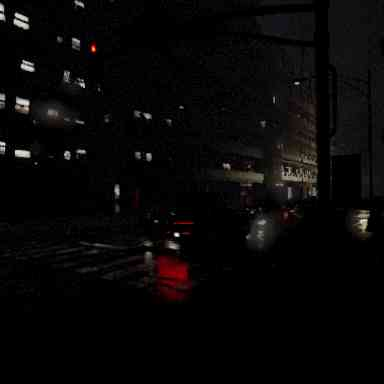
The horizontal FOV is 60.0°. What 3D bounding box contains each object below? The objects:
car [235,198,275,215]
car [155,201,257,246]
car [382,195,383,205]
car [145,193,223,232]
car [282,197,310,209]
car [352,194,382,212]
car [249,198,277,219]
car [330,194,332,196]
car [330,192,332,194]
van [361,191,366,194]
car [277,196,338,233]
[{"bbox_3d":[6.085,1.340,31.557,2.008,1.369,4.403,-1,0,36],"label":"car"},{"bbox_3d":[0.814,1.333,14.520,1.837,1.490,4.892,-2,-1,35],"label":"car"},{"bbox_3d":[22.859,1.070,40.367,1.887,1.381,4.507,-1,0,36],"label":"car"},{"bbox_3d":[-0.152,1.081,18.607,2.150,2.045,5.566,-1,0,36],"label":"car"},{"bbox_3d":[12.752,1.267,40.718,1.947,1.339,4.313,-1,0,36],"label":"car"},{"bbox_3d":[16.194,1.178,31.207,1.947,1.339,4.313,-1,0,36],"label":"car"},{"bbox_3d":[5.995,1.268,27.041,2.128,1.511,4.902,-1,0,36],"label":"car"},{"bbox_3d":[14.210,1.231,38.290,1.994,1.385,4.181,-1,0,36],"label":"car"},{"bbox_3d":[22.747,0.887,54.458,2.192,1.841,5.009,-1,0,36],"label":"car"},{"bbox_3d":[39.413,0.710,77.358,1.690,1.788,3.998,-1,0,36],"label":"van"},{"bbox_3d":[6.285,1.184,17.404,1.967,1.590,4.097,-1,0,36],"label":"car"}]
